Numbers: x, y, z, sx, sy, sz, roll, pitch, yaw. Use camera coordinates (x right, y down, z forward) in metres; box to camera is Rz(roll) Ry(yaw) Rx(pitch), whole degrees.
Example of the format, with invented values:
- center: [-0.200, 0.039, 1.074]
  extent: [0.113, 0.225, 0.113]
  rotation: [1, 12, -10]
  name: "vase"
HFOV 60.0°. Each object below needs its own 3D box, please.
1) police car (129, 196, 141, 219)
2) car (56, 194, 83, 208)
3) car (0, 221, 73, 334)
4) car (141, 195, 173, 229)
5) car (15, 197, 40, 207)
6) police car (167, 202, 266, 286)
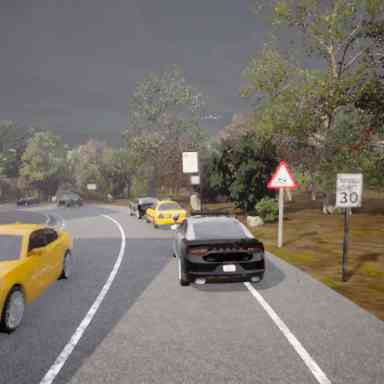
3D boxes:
- center: [-3.583, 1.079, 25.541]
  extent: [1.930, 1.638, 5.238]
  rotation: [-2, 1, -21]
  name: "police car"
- center: [-16.456, 1.086, 44.512]
  extent: [2.097, 1.767, 4.553]
  rotation: [-5, 3, -42]
  name: "car"
- center: [-3.867, 1.432, 6.763]
  extent: [1.882, 1.535, 5.008]
  rotation: [0, 1, -6]
  name: "car"
- center: [-1.597, 1.182, 19.676]
  extent: [1.801, 1.575, 5.366]
  rotation: [-2, 1, -16]
  name: "car"
- center: [-26.670, 1.527, 53.772]
  extent: [5.008, 1.535, 1.882]
  rotation: [-2, 3, 34]
  name: "car"
- center: [0.468, 1.309, 9.357]
  extent: [1.930, 1.638, 5.238]
  rotation: [-1, 1, -7]
  name: "police car"
